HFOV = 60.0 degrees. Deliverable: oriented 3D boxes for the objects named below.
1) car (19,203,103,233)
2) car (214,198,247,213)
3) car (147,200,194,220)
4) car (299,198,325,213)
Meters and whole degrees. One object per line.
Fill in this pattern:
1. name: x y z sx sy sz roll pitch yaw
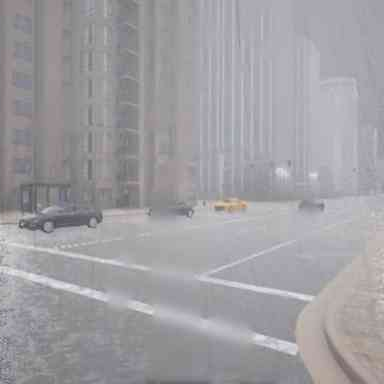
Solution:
1. car: -7.527 1.451 19.518 1.837 1.490 4.892 0 0 36
2. car: 4.255 1.415 36.385 1.882 1.535 5.008 0 0 35
3. car: -1.696 1.446 27.874 1.837 1.490 4.892 0 0 35
4. car: 13.319 1.482 36.916 1.837 1.490 4.892 0 0 35
